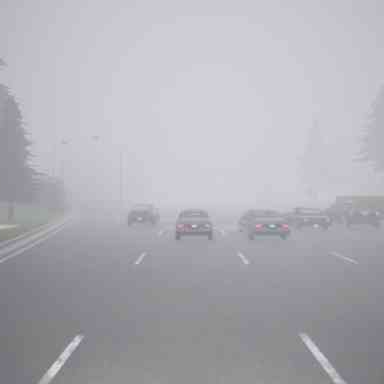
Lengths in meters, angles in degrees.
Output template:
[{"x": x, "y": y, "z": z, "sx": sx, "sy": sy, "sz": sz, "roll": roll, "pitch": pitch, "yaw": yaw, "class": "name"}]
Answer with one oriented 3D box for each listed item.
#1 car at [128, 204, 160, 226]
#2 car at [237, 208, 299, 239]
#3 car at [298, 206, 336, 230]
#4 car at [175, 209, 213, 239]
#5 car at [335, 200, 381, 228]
[{"x": -3.398, "y": 1.559, "z": 23.789, "sx": 1.812, "sy": 1.442, "sz": 4.674, "roll": 0, "pitch": 0, "yaw": 0, "class": "car"}, {"x": 3.602, "y": 1.572, "z": 17.405, "sx": 2.033, "sy": 1.411, "sz": 5.357, "roll": 0, "pitch": 0, "yaw": 0, "class": "car"}, {"x": 7.101, "y": 1.630, "z": 21.232, "sx": 1.895, "sy": 1.301, "sz": 4.718, "roll": 0, "pitch": 0, "yaw": 0, "class": "car"}, {"x": 0.102, "y": 1.572, "z": 17.407, "sx": 2.033, "sy": 1.411, "sz": 5.357, "roll": 0, "pitch": 0, "yaw": 0, "class": "car"}, {"x": 10.602, "y": 1.383, "z": 22.475, "sx": 2.097, "sy": 1.767, "sz": 4.553, "roll": 0, "pitch": 0, "yaw": 0, "class": "car"}]
